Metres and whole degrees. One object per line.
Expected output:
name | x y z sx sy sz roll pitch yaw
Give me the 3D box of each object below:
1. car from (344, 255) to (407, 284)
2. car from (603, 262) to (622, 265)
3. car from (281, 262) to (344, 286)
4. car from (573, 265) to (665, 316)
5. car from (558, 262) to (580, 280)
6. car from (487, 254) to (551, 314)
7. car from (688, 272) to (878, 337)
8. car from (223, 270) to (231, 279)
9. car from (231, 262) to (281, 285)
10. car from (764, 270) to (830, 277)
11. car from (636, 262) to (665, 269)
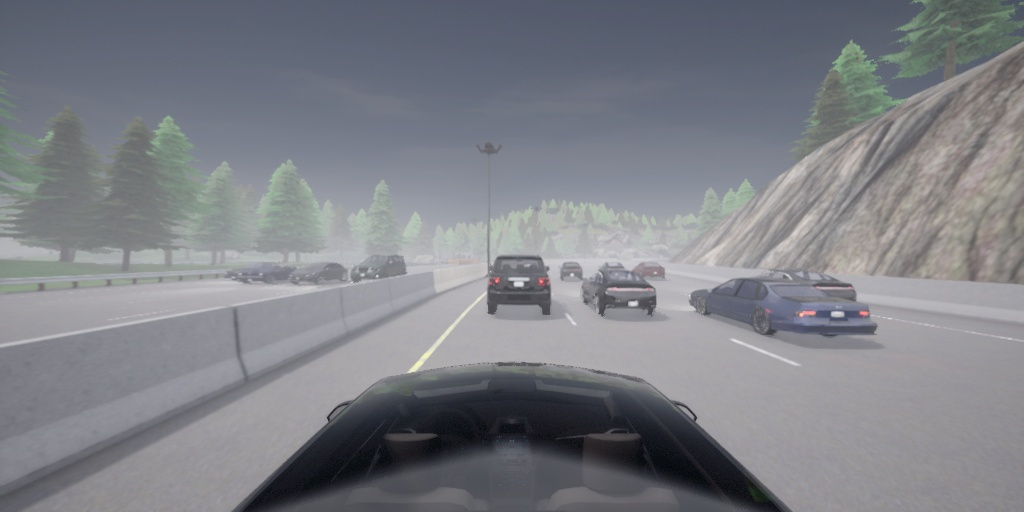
car | -9.634 0.908 26.504 2.150 2.045 5.566 0 0 6
car | 8.577 1.261 30.827 2.128 1.511 4.902 0 0 6
car | -13.270 1.175 24.939 1.837 1.490 4.892 0 -1 5
car | 3.793 1.252 13.405 2.128 1.511 4.902 0 0 2
car | 5.075 1.258 30.968 1.837 1.490 4.892 0 0 6
car | 0.296 0.964 13.853 2.150 2.045 5.566 0 0 2
car | 7.206 1.326 10.393 2.033 1.411 5.357 0 0 1
car | -19.975 1.181 28.662 2.033 1.411 5.357 0 0 6
car | -16.756 1.252 25.350 1.895 1.301 4.718 0 0 5
car | 10.822 1.285 14.227 2.128 1.511 4.902 0 0 2
car | 12.302 1.264 32.404 1.882 1.535 5.008 0 0 7
